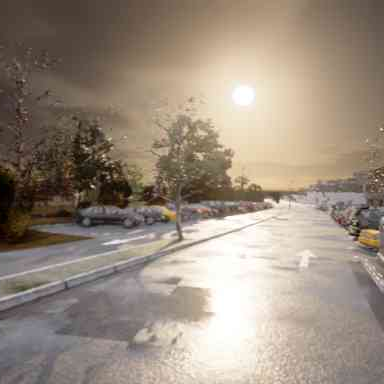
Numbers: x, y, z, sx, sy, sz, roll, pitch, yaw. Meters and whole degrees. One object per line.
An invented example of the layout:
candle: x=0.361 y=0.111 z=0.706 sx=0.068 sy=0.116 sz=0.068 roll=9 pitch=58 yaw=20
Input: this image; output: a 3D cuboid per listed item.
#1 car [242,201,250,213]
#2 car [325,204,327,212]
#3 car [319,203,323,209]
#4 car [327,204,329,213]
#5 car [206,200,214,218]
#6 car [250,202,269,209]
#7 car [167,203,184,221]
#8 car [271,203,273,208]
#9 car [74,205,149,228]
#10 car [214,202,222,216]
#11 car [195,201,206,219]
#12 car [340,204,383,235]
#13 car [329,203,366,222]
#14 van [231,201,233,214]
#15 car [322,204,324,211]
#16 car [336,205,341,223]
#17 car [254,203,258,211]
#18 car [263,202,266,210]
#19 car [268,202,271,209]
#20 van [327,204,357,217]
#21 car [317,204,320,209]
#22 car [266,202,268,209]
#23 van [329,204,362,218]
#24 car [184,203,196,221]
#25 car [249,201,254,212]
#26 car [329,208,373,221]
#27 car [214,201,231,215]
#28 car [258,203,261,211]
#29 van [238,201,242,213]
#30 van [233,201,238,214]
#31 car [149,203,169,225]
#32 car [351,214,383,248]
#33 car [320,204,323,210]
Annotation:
car: x=6.394 y=2.759 z=55.837 sx=5.366 sy=1.575 sz=1.946 roll=1 pitch=-2 yaw=1
car: x=20.884 y=2.730 z=43.060 sx=5.566 sy=2.045 sz=2.435 roll=3 pitch=-1 yaw=1
car: x=35.157 y=4.220 z=82.725 sx=5.008 sy=1.535 sz=2.097 roll=3 pitch=-1 yaw=-2
car: x=18.723 y=2.547 z=37.422 sx=5.566 sy=2.045 sz=2.435 roll=3 pitch=-1 yaw=1
car: x=-0.002 y=2.097 z=39.110 sx=4.553 sy=1.767 sz=2.185 roll=1 pitch=-1 yaw=1
car: x=18.084 y=3.690 z=89.388 sx=4.553 sy=1.767 sz=2.185 roll=1 pitch=-2 yaw=-2
car: x=-3.643 y=1.922 z=29.972 sx=5.366 sy=1.575 sz=1.946 roll=1 pitch=-1 yaw=1
car: x=18.826 y=3.895 z=92.192 sx=5.366 sy=1.575 sz=1.946 roll=1 pitch=-1 yaw=-2
car: x=-5.845 y=1.725 z=23.626 sx=4.892 sy=1.521 sz=2.231 roll=1 pitch=-2 yaw=1
car: x=1.004 y=2.352 z=41.901 sx=4.674 sy=1.452 sz=2.002 roll=1 pitch=-2 yaw=1
car: x=-1.107 y=2.007 z=36.332 sx=4.553 sy=1.767 sz=2.185 roll=1 pitch=-2 yaw=1
car: x=11.344 y=1.908 z=17.713 sx=5.566 sy=2.045 sz=2.435 roll=3 pitch=-1 yaw=1
car: x=16.614 y=2.368 z=31.792 sx=5.566 sy=2.045 sz=2.435 roll=3 pitch=-1 yaw=1
van: x=3.210 y=2.267 z=47.480 sx=4.442 sy=1.987 sz=1.878 roll=1 pitch=-2 yaw=1
car: x=30.241 y=3.785 z=68.450 sx=4.892 sy=1.521 sz=2.231 roll=3 pitch=-1 yaw=0
car: x=15.546 y=2.404 z=28.990 sx=4.553 sy=1.767 sz=2.185 roll=3 pitch=-1 yaw=1
car: x=9.299 y=2.774 z=64.202 sx=5.566 sy=2.045 sz=2.435 roll=1 pitch=-1 yaw=0
car: x=13.382 y=3.381 z=75.352 sx=5.008 sy=1.535 sz=2.097 roll=1 pitch=-1 yaw=0
car: x=17.205 y=3.729 z=86.563 sx=5.008 sy=1.535 sz=2.097 roll=1 pitch=-1 yaw=-2
van: x=27.047 y=3.286 z=59.952 sx=4.442 sy=1.987 sz=1.878 roll=3 pitch=-1 yaw=0
car: x=36.064 y=4.053 z=85.600 sx=5.566 sy=2.045 sz=2.435 roll=3 pitch=-1 yaw=-2
car: x=15.285 y=3.585 z=80.945 sx=4.792 sy=1.488 sz=2.163 roll=1 pitch=-1 yaw=-1
van: x=24.948 y=3.107 z=54.307 sx=4.442 sy=1.987 sz=1.878 roll=3 pitch=-1 yaw=0
car: x=-2.240 y=2.061 z=33.155 sx=4.792 sy=1.488 sz=2.163 roll=1 pitch=-2 yaw=1
car: x=8.314 y=2.967 z=61.415 sx=4.792 sy=1.488 sz=2.163 roll=1 pitch=-2 yaw=0
car: x=21.900 y=3.069 z=45.863 sx=5.008 sy=1.535 sz=2.097 roll=3 pitch=-1 yaw=1
car: x=2.024 y=2.149 z=44.690 sx=5.566 sy=2.045 sz=2.435 roll=1 pitch=-1 yaw=0
car: x=10.536 y=3.116 z=66.990 sx=5.366 sy=1.575 sz=1.946 roll=1 pitch=-2 yaw=0
van: x=5.288 y=2.445 z=53.058 sx=4.442 sy=1.987 sz=1.878 roll=1 pitch=-2 yaw=0
van: x=4.249 y=2.356 z=50.269 sx=4.442 sy=1.987 sz=1.878 roll=1 pitch=-2 yaw=1
car: x=-4.643 y=1.829 z=26.798 sx=4.892 sy=1.521 sz=2.231 roll=1 pitch=-1 yaw=1
car: x=10.422 y=2.058 z=14.875 sx=5.366 sy=1.575 sz=1.946 roll=3 pitch=-1 yaw=1
car: x=33.238 y=4.046 z=77.003 sx=5.008 sy=1.535 sz=2.097 roll=3 pitch=-1 yaw=-1
